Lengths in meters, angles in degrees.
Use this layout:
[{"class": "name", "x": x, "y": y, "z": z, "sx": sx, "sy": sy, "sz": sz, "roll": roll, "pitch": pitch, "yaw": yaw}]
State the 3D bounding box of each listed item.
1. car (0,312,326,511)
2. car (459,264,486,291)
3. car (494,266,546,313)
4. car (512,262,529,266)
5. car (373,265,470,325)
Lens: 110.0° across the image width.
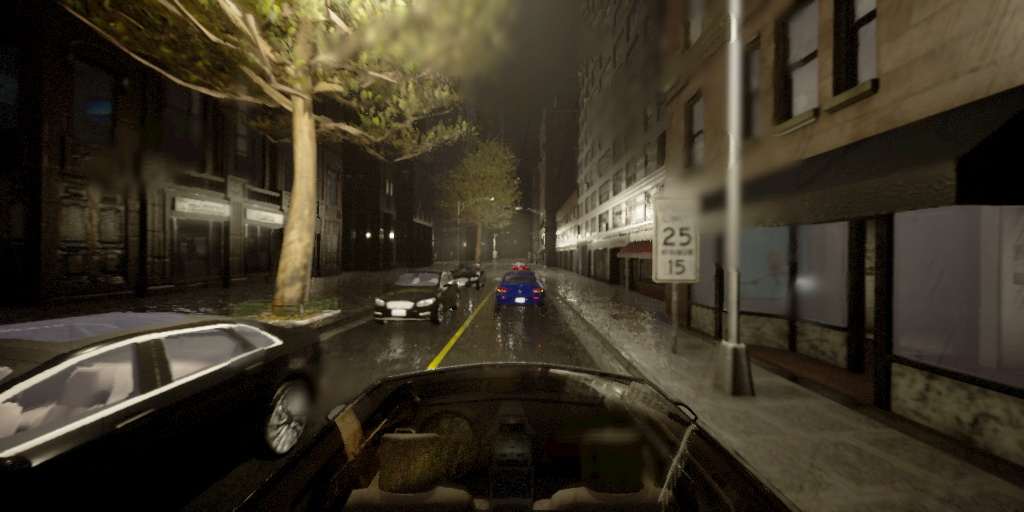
[{"class": "car", "x": -3.125, "y": 1.214, "z": 2.199, "sx": 2.128, "sy": 1.511, "sz": 4.902, "roll": 1, "pitch": 0, "yaw": 1}, {"class": "car", "x": -2.661, "y": 1.223, "z": 21.834, "sx": 2.128, "sy": 1.511, "sz": 4.902, "roll": 1, "pitch": 0, "yaw": 1}, {"class": "car", "x": 0.334, "y": 1.282, "z": 14.063, "sx": 1.812, "sy": 1.442, "sz": 4.674, "roll": 1, "pitch": 0, "yaw": 2}, {"class": "car", "x": 0.940, "y": 1.333, "z": 40.172, "sx": 1.994, "sy": 1.385, "sz": 4.181, "roll": 1, "pitch": 0, "yaw": 1}, {"class": "car", "x": -2.901, "y": 1.218, "z": 11.830, "sx": 2.128, "sy": 1.511, "sz": 4.902, "roll": 1, "pitch": 0, "yaw": 1}]
